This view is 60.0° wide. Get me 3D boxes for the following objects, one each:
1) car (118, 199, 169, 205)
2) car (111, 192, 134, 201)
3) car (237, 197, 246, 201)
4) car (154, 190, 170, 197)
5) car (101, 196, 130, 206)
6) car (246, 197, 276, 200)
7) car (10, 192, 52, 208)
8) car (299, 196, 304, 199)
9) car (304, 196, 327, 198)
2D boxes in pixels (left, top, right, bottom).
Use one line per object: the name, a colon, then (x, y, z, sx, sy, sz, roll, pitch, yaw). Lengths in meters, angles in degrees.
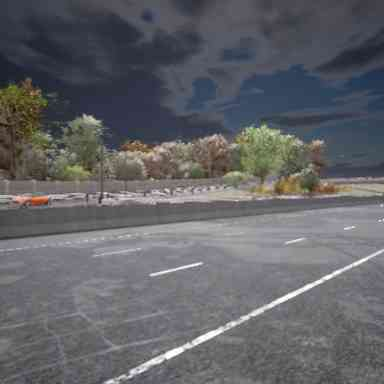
car: (-3.613, 1.446, 29.231, 2.128, 1.511, 4.902, 0, 0, 43)
car: (-11.767, 0.791, 56.499, 1.994, 1.385, 4.181, 0, 1, 21)
car: (7.903, 1.405, 46.567, 1.882, 1.535, 5.008, 0, 0, 44)
car: (-6.336, 0.305, 70.166, 2.128, 1.511, 4.902, 0, 2, 23)
car: (-6.544, 1.439, 31.223, 1.882, 1.535, 5.008, 0, 0, 43)
car: (9.682, 1.416, 43.364, 2.128, 1.511, 4.902, 0, 0, 43)
car: (-18.457, 0.833, 38.262, 2.097, 1.767, 4.553, 0, 0, 22)
car: (20.602, 1.456, 60.003, 2.033, 1.411, 5.357, 0, 0, 43)
car: (21.176, 1.396, 55.545, 2.128, 1.511, 4.902, 0, 0, 44)
